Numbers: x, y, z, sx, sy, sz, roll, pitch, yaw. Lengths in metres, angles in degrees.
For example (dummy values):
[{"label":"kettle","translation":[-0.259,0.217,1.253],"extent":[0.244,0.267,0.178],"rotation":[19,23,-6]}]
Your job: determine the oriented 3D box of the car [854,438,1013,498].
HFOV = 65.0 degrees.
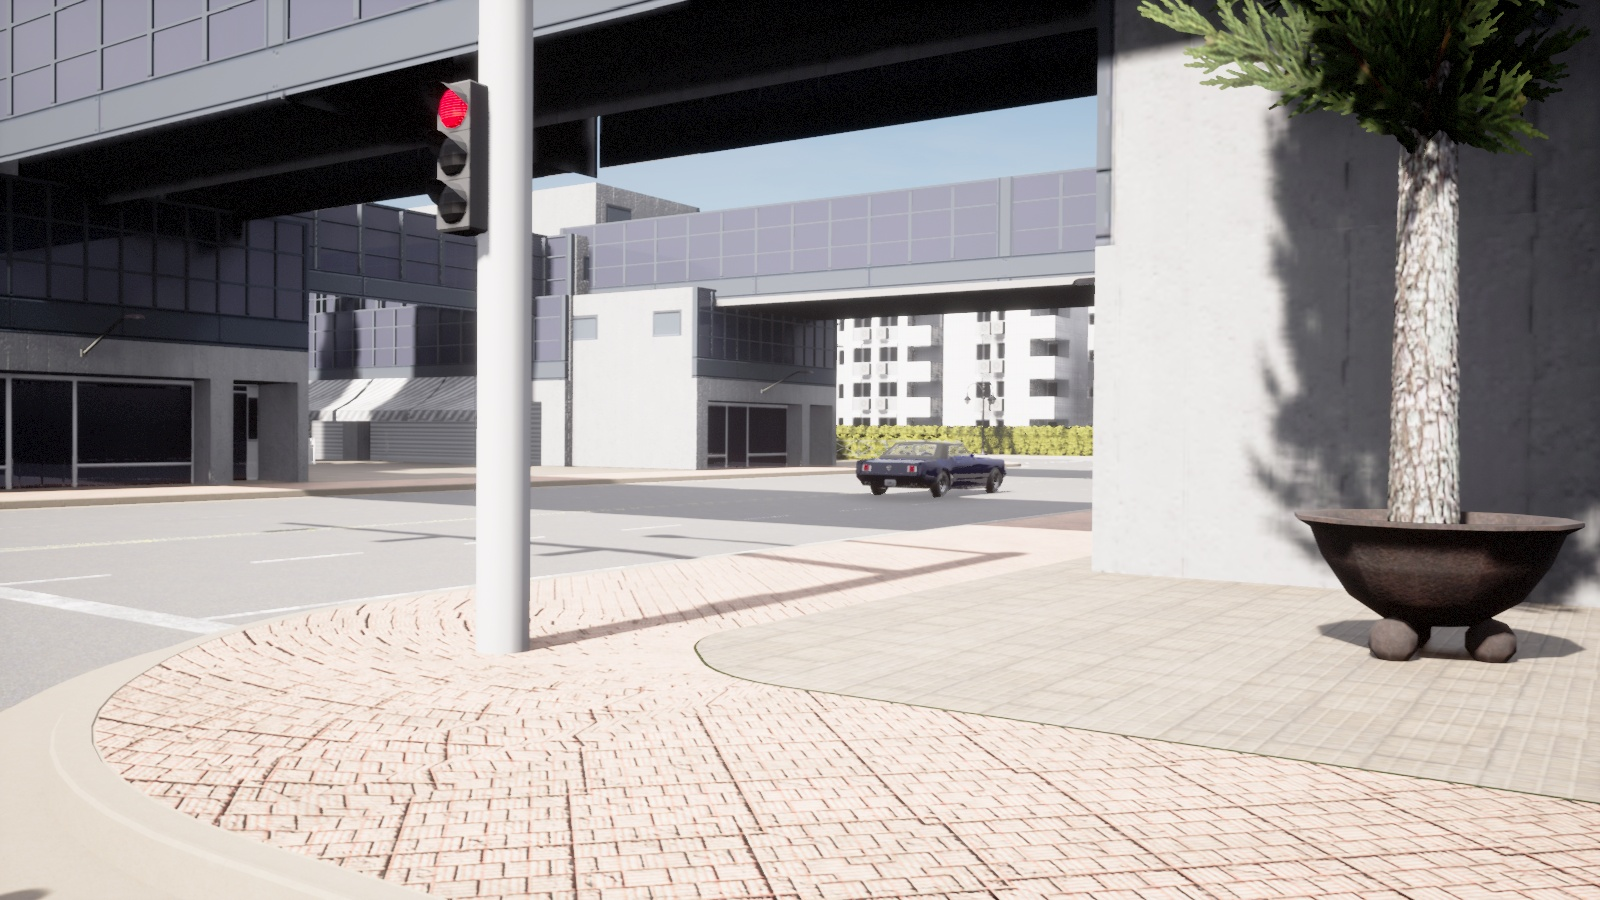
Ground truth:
[{"label":"car","translation":[3.374,0.388,30.895],"extent":[1.895,1.301,4.718],"rotation":[0,1,34]}]
